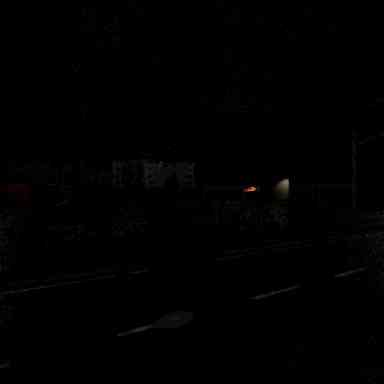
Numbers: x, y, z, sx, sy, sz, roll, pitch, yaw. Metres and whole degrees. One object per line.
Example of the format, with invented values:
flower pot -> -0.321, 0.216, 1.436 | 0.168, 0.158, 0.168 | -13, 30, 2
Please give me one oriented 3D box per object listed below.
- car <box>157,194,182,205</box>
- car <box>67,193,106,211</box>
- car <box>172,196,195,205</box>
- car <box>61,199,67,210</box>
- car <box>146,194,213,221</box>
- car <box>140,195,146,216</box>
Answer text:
car -> -3.816, 1.212, 55.036 | 2.097, 1.767, 4.553 | 0, 0, -33
car -> -13.720, 1.089, 43.299 | 3.866, 1.878, 1.905 | 0, 0, -35
car -> -1.536, 1.445, 57.932 | 1.895, 1.301, 4.718 | 0, 0, -33
car -> -15.383, 1.328, 45.668 | 3.806, 1.475, 1.970 | 0, 0, -35
car -> -0.722, 1.087, 24.911 | 4.605, 1.855, 1.932 | 0, 0, -35
car -> -2.350, 1.089, 27.304 | 3.866, 1.878, 1.905 | 0, 0, -35
